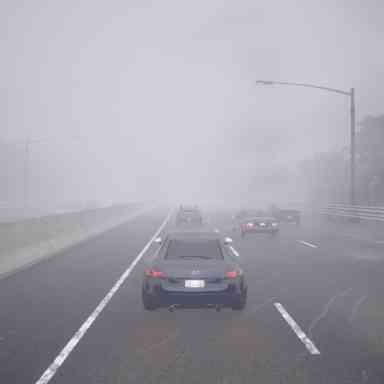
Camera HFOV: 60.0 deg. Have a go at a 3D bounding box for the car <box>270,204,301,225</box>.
[{"bbox_3d":[6.722,1.641,25.555,1.882,1.535,5.008,0,-1,-2],"label":"car"}]

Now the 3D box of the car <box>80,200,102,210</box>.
[{"bbox_3d":[-15.361,1.985,51.693,1.837,1.490,4.892,0,-1,-2],"label":"car"}]

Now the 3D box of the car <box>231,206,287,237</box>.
[{"bbox_3d":[3.376,1.637,18.568,2.033,1.411,5.357,0,-1,-1],"label":"car"}]

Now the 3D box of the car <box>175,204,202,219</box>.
[{"bbox_3d":[-0.256,1.647,24.612,2.128,1.511,4.902,0,-1,-1],"label":"car"}]

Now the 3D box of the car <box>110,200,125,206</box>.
[{"bbox_3d":[-11.940,2.055,53.887,2.033,1.411,5.357,0,-1,-3],"label":"car"}]

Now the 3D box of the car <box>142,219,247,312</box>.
[{"bbox_3d":[0.032,1.574,7.804,1.994,1.385,4.181,0,0,0],"label":"car"}]

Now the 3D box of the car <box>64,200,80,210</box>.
[{"bbox_3d":[-18.915,1.993,53.050,2.128,1.511,4.902,0,-1,-2],"label":"car"}]
